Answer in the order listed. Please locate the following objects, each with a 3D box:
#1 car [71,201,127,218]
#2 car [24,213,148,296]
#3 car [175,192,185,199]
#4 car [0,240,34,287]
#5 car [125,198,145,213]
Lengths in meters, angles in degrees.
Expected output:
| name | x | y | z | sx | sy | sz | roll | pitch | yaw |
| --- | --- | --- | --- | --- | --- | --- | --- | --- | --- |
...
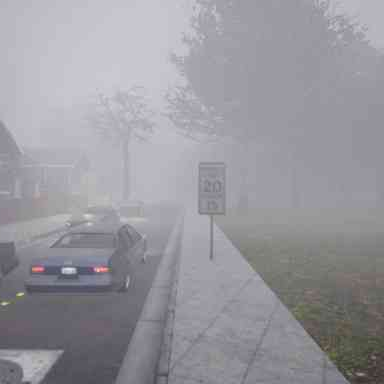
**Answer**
| name | x | y | z | sx | sy | sz | roll | pitch | yaw |
| --- | --- | --- | --- | --- | --- | --- | --- | --- | --- |
| car | -5.323 | 1.456 | 18.630 | 2.033 | 1.411 | 5.357 | 0 | 0 | -1 |
| car | -2.340 | 1.512 | 8.732 | 2.033 | 1.411 | 5.357 | 0 | 0 | -1 |
| car | -3.472 | 0.938 | 92.678 | 2.150 | 2.045 | 5.566 | 0 | 0 | -1 |
| car | -5.152 | 1.503 | 5.919 | 2.033 | 1.411 | 5.357 | 0 | 0 | -1 |
| car | -5.473 | 1.344 | 30.801 | 1.882 | 1.535 | 5.008 | 0 | 0 | -1 |
